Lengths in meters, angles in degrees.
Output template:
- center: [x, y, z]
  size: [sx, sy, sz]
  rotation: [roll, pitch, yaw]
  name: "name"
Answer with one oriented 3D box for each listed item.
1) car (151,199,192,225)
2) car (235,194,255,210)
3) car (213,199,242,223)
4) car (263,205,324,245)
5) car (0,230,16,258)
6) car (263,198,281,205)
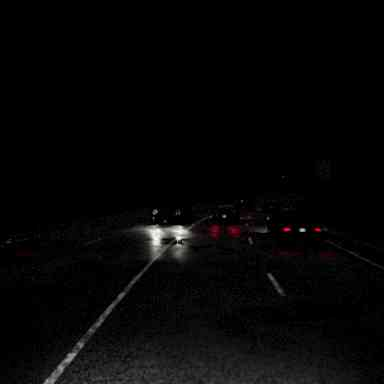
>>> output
- center: [-1.370, 1.328, 23.838]
  size: [2.097, 1.767, 4.553]
  rotation: [0, 0, 10]
  name: "car"
- center: [6.760, 1.207, 42.419]
  size: [2.150, 2.045, 5.566]
  rotation: [0, 0, 16]
  name: "car"
- center: [2.671, 1.513, 25.514]
  size: [1.812, 1.442, 4.674]
  rotation: [0, 0, 10]
  name: "car"
- center: [4.637, 1.547, 15.541]
  size: [2.033, 1.411, 5.357]
  rotation: [0, 0, 7]
  name: "car"
- center: [-6.733, 1.526, 8.365]
  size: [2.033, 1.411, 5.357]
  rotation: [0, 0, 3]
  name: "car"
- center: [9.114, 1.476, 37.879]
  size: [1.882, 1.535, 5.008]
  rotation: [0, 0, 15]
  name: "car"
